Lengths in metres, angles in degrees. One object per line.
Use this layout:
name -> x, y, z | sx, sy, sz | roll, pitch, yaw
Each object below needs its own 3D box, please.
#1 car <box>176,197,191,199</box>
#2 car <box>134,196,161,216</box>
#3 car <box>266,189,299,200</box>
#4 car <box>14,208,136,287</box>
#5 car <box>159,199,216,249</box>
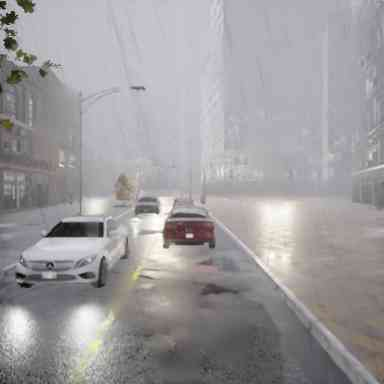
car -> -0.760, 1.134, 29.688 | 1.895, 1.301, 4.718 | 0, 1, -3
car -> -3.536, 1.049, 27.069 | 1.882, 1.535, 5.008 | 0, 1, -3
car -> 13.966, 0.379, 51.531 | 5.009, 1.841, 2.192 | 0, 0, 15
car -> -2.896, 1.382, 9.037 | 1.812, 1.442, 4.674 | 0, 1, 0
car -> -0.143, 1.264, 13.509 | 1.882, 1.535, 5.008 | 0, 1, -1
